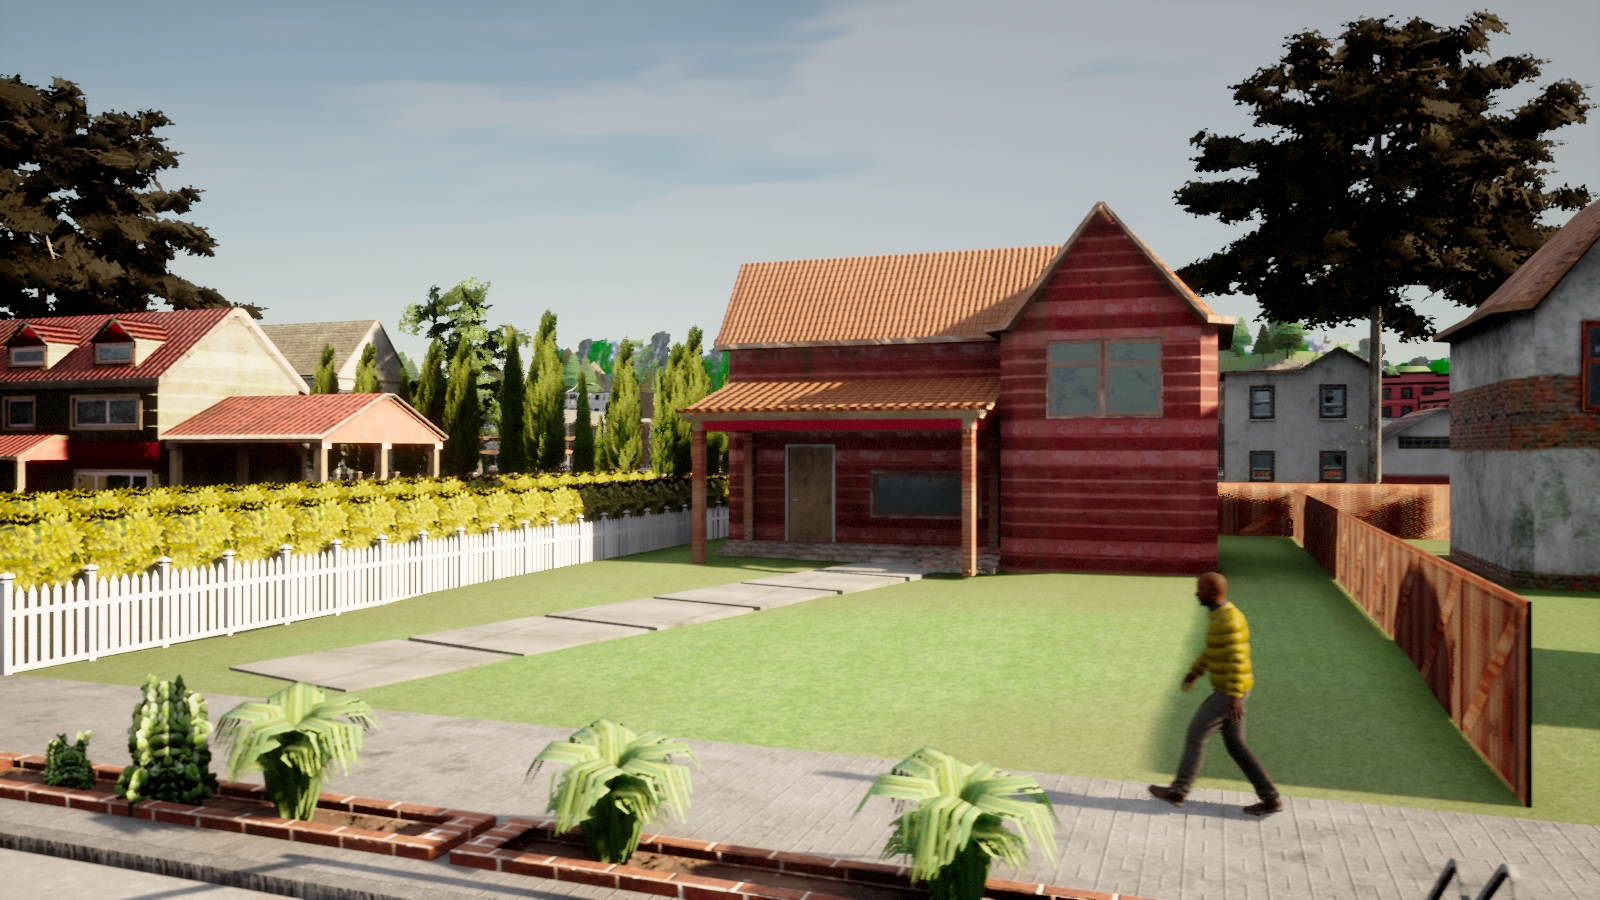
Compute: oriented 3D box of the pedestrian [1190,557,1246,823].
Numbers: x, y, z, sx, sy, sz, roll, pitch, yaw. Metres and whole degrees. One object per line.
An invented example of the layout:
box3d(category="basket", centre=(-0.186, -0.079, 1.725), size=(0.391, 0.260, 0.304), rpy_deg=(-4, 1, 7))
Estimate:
box3d(category="pedestrian", centre=(3.083, 1.744, 8.433), size=(0.375, 1.860, 0.375), rpy_deg=(0, 0, 20))
